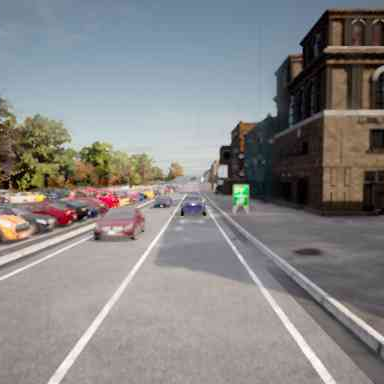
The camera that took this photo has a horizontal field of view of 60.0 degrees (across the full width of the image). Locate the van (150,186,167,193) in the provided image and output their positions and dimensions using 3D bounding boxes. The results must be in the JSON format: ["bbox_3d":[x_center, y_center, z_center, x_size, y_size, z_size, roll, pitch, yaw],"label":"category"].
[{"bbox_3d":[-8.938,-0.700,89.989,4.442,1.987,1.878,0,2,1],"label":"van"}]

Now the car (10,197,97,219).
[{"bbox_3d":[-9.670,1.329,23.342,5.008,1.535,2.097,0,1,1],"label":"car"}]

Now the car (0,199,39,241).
[{"bbox_3d":[-9.785,1.337,14.976,4.553,1.767,2.185,0,1,1],"label":"car"}]

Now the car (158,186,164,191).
[{"bbox_3d":[-9.178,-0.126,73.424,4.553,1.767,2.185,0,2,1],"label":"car"}]

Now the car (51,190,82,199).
[{"bbox_3d":[-22.421,0.421,59.616,4.674,1.452,2.002,0,2,1],"label":"car"}]

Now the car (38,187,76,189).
[{"bbox_3d":[-22.442,0.282,54.041,5.566,2.045,2.435,0,2,1],"label":"car"}]

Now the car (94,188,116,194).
[{"bbox_3d":[-22.190,-0.322,84.670,5.008,1.535,2.097,0,2,1],"label":"car"}]

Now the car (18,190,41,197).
[{"bbox_3d":[-22.576,0.870,42.913,4.674,1.452,2.002,0,2,1],"label":"car"}]

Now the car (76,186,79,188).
[{"bbox_3d":[-22.413,0.332,56.827,4.553,1.767,2.185,0,2,1],"label":"car"}]

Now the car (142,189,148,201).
[{"bbox_3d":[-9.447,0.686,48.388,5.008,1.535,2.097,0,2,1],"label":"car"}]

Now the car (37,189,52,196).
[{"bbox_3d":[-22.553,0.756,45.696,5.008,1.535,2.097,0,2,1],"label":"car"}]

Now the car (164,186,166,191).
[{"bbox_3d":[-9.189,-0.078,76.211,4.892,1.521,2.231,0,2,1],"label":"car"}]

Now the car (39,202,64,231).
[{"bbox_3d":[-9.730,1.466,17.765,4.674,1.452,2.002,0,1,1],"label":"car"}]

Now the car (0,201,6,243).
[{"bbox_3d":[-9.810,1.365,12.196,4.553,1.767,2.185,0,1,1],"label":"car"}]

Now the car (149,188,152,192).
[{"bbox_3d":[-9.393,0.577,53.954,4.674,1.452,2.002,0,2,1],"label":"car"}]

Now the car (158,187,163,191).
[{"bbox_3d":[-9.237,0.118,70.647,4.674,1.452,2.002,0,2,1],"label":"car"}]

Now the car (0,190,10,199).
[{"bbox_3d":[-22.623,0.799,34.553,5.566,2.045,2.435,0,2,1],"label":"car"}]

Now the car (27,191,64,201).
[{"bbox_3d":[-22.524,0.637,51.263,4.792,1.488,2.163,0,2,1],"label":"car"}]

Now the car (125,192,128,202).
[{"bbox_3d":[-9.566,1.053,34.477,5.008,1.535,2.097,0,2,1],"label":"car"}]

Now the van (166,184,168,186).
[{"bbox_3d":[-8.988,-0.543,84.549,4.442,1.987,1.878,0,2,1],"label":"van"}]

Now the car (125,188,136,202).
[{"bbox_3d":[-9.490,0.785,39.913,4.553,1.767,2.185,0,2,1],"label":"car"}]

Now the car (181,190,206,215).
[{"bbox_3d":[0.120,1.012,29.338,2.097,1.767,4.553,0,1,0],"label":"car"}]

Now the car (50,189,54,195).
[{"bbox_3d":[-22.528,0.683,48.480,4.892,1.521,2.231,0,2,1],"label":"car"}]

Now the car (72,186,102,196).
[{"bbox_3d":[-22.286,-0.178,70.744,5.566,2.045,2.435,0,2,1],"label":"car"}]

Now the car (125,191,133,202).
[{"bbox_3d":[-9.731,0.977,37.261,5.366,1.575,1.946,0,2,1],"label":"car"}]

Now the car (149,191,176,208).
[{"bbox_3d":[-3.212,0.996,37.806,2.033,1.411,5.357,0,1,0],"label":"car"}]

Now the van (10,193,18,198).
[{"bbox_3d":[-22.509,0.751,37.337,4.442,1.987,1.878,0,2,1],"label":"van"}]

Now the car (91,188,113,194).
[{"bbox_3d":[-22.181,-0.213,81.885,4.792,1.488,2.163,0,2,1],"label":"car"}]

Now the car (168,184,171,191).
[{"bbox_3d":[-9.051,-0.649,87.331,5.566,2.045,2.435,0,2,1],"label":"car"}]

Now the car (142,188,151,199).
[{"bbox_3d":[-9.411,0.612,51.170,5.008,1.535,2.097,0,2,1],"label":"car"}]

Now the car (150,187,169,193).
[{"bbox_3d":[-9.021,-0.556,92.902,4.892,1.521,2.231,0,2,1],"label":"car"}]

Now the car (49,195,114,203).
[{"bbox_3d":[-9.621,1.240,28.914,4.674,1.452,2.002,0,2,1],"label":"car"}]

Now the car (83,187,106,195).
[{"bbox_3d":[-22.294,-0.209,76.315,4.553,1.767,2.185,0,2,1],"label":"car"}]

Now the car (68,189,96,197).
[{"bbox_3d":[-22.345,0.151,67.966,5.008,1.535,2.097,0,2,1],"label":"car"}]

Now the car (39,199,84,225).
[{"bbox_3d":[-9.695,1.381,20.553,5.008,1.535,2.097,0,1,1],"label":"car"}]

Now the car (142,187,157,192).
[{"bbox_3d":[-9.179,0.458,56.733,5.366,1.575,1.946,0,2,1],"label":"car"}]

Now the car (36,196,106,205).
[{"bbox_3d":[-9.620,1.298,26.128,4.792,1.488,2.163,0,1,1],"label":"car"}]

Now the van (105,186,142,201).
[{"bbox_3d":[-9.585,0.535,45.601,4.442,1.987,1.878,0,2,1],"label":"van"}]

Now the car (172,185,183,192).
[{"bbox_3d":[-3.026,-0.406,77.756,1.882,1.535,5.008,0,2,0],"label":"car"}]

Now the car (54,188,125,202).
[{"bbox_3d":[-9.626,0.876,31.688,5.566,2.045,2.435,0,2,1],"label":"car"}]

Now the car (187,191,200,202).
[{"bbox_3d":[0.176,0.667,48.506,1.837,1.490,4.892,0,1,0],"label":"car"}]

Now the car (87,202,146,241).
[{"bbox_3d":[-3.345,1.422,16.201,1.812,1.442,4.674,0,1,0],"label":"car"}]

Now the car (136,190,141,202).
[{"bbox_3d":[-9.500,0.835,42.823,4.892,1.521,2.231,0,2,1],"label":"car"}]

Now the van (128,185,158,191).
[{"bbox_3d":[-9.196,0.086,62.229,4.442,1.987,1.878,0,2,1],"label":"van"}]

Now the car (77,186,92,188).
[{"bbox_3d":[-22.334,0.103,65.178,4.553,1.767,2.185,0,2,1],"label":"car"}]
